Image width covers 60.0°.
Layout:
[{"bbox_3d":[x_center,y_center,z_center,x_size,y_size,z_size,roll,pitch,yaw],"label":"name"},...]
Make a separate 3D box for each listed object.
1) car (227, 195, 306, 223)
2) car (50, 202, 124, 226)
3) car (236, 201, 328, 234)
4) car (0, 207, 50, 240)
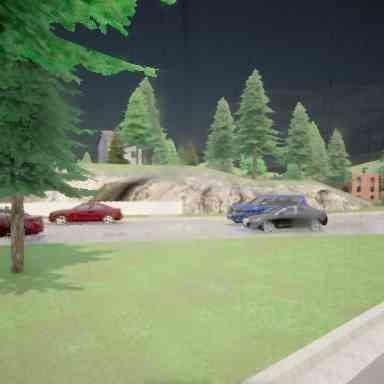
[{"bbox_3d":[5.191,1.215,22.466,5.566,2.045,2.150,0,0,-13],"label":"car"},{"bbox_3d":[-7.348,1.476,23.348,5.008,1.535,1.882,0,0,-12],"label":"car"},{"bbox_3d":[5.331,1.485,19.037,4.902,1.511,2.128,0,0,-14],"label":"car"},{"bbox_3d":[-9.563,1.478,15.483,5.008,1.535,1.882,0,0,-16],"label":"car"}]
